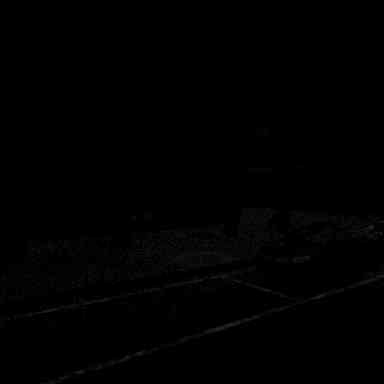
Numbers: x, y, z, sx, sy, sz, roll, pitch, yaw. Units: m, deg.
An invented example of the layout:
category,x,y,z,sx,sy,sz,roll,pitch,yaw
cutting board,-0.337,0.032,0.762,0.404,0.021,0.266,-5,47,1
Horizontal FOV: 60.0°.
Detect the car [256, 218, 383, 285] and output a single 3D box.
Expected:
category,x,y,z,sx,sy,sz,roll,pitch,yaw
car,3.654,1.527,9.256,4.206,1.307,1.802,0,0,-35
